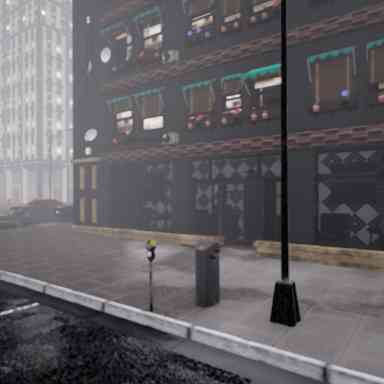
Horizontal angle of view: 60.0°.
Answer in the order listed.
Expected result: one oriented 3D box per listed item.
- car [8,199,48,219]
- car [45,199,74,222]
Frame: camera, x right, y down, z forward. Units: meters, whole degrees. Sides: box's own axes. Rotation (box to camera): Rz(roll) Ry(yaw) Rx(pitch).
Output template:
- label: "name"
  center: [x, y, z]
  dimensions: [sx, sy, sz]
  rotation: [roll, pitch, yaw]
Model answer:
- label: "car"
  center: [-11.999, 1.276, 26.397]
  dimensions: [1.812, 1.442, 4.674]
  rotation: [0, 1, 35]
- label: "car"
  center: [-7.362, 1.290, 22.905]
  dimensions: [1.947, 1.339, 4.313]
  rotation: [1, 1, 35]
